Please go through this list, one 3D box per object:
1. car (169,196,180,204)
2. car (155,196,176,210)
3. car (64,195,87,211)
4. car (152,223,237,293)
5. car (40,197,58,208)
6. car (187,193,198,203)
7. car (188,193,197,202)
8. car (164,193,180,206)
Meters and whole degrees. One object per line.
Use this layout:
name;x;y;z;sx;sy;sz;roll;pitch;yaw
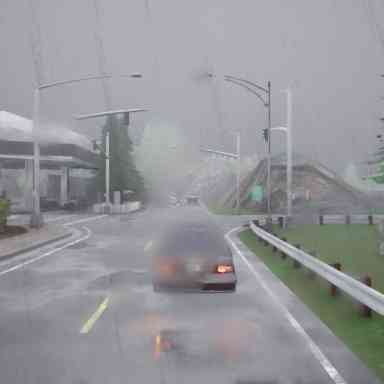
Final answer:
car;-3.475;1.547;66.843;2.033;1.411;5.357;0;0;0
car;-3.567;1.547;42.267;2.033;1.411;5.357;0;0;0
car;-14.500;1.313;41.591;1.905;1.878;3.866;0;0;-1
car;0.075;1.547;8.975;2.033;1.411;5.357;0;0;1
car;-20.204;1.480;45.872;2.242;1.667;4.611;0;0;-1
car;0.149;1.478;67.887;1.882;1.535;5.008;0;0;0
car;0.046;1.225;81.130;2.150;2.045;5.566;0;0;-2
car;-3.553;1.222;52.874;2.150;2.045;5.566;0;0;0
